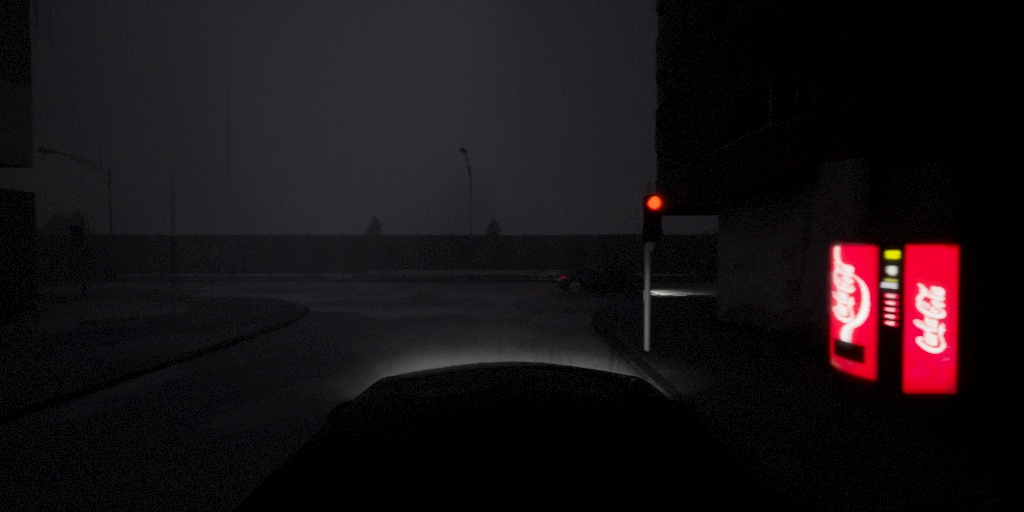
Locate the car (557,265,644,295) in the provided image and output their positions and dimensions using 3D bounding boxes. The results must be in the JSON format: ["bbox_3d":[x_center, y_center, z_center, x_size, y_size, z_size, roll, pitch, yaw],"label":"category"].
[{"bbox_3d":[4.262,1.108,17.112,4.181,1.385,1.994,0,1,0],"label":"car"}]
